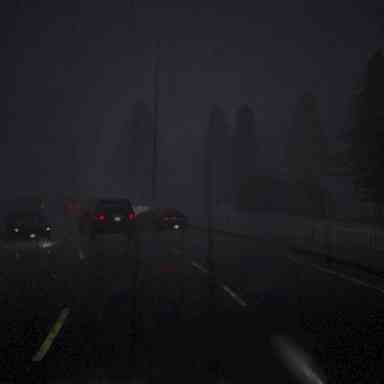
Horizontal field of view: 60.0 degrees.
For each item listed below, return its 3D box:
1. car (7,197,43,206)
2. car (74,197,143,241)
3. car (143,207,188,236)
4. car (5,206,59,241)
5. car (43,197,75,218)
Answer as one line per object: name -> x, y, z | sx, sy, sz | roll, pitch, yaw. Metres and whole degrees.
car -> -16.334, 1.524, 32.445 | 5.566, 2.045, 2.150 | -1, -1, 45
car -> -4.668, 1.376, 17.864 | 2.150, 2.045, 5.566 | 0, -1, -27
car -> -1.937, 1.654, 19.918 | 2.128, 1.511, 4.902 | 0, -1, -27
car -> -8.932, 1.717, 18.104 | 2.033, 1.411, 5.357 | 0, -1, -31
car -> -12.680, 1.523, 33.726 | 2.150, 2.045, 5.566 | 0, -1, -45
